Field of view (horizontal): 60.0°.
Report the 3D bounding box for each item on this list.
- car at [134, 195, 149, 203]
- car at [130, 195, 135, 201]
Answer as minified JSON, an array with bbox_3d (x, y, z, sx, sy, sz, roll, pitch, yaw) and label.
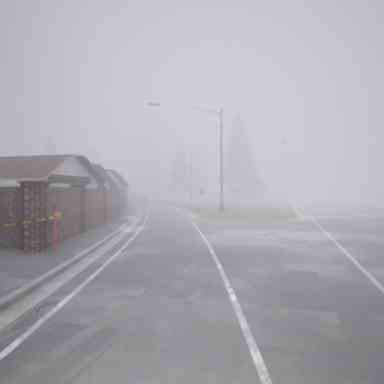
[{"bbox_3d":[-9.957,1.513,67.452,1.837,1.490,4.892,0,0,-18],"label":"car"},{"bbox_3d":[-13.068,1.378,77.087,1.812,1.442,4.674,0,0,-20],"label":"car"}]
